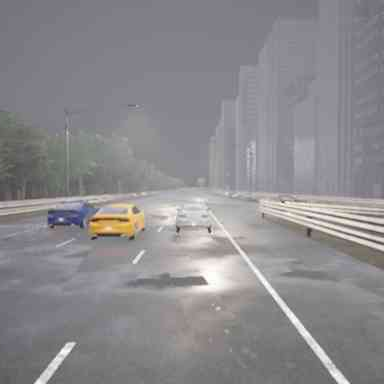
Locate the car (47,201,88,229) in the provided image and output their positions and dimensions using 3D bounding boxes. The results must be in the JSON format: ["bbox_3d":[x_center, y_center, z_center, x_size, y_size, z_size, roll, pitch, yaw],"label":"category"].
[{"bbox_3d":[-6.907,1.277,20.027,1.882,1.535,5.008,0,1,0],"label":"car"}]

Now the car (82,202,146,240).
[{"bbox_3d":[-3.404,1.317,15.994,1.882,1.535,5.008,0,1,0],"label":"car"}]

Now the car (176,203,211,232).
[{"bbox_3d":[0.082,1.338,18.731,1.812,1.442,4.674,0,1,0],"label":"car"}]

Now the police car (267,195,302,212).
[{"bbox_3d":[9.504,1.129,34.663,1.930,1.638,5.238,0,0,-13],"label":"police car"}]
